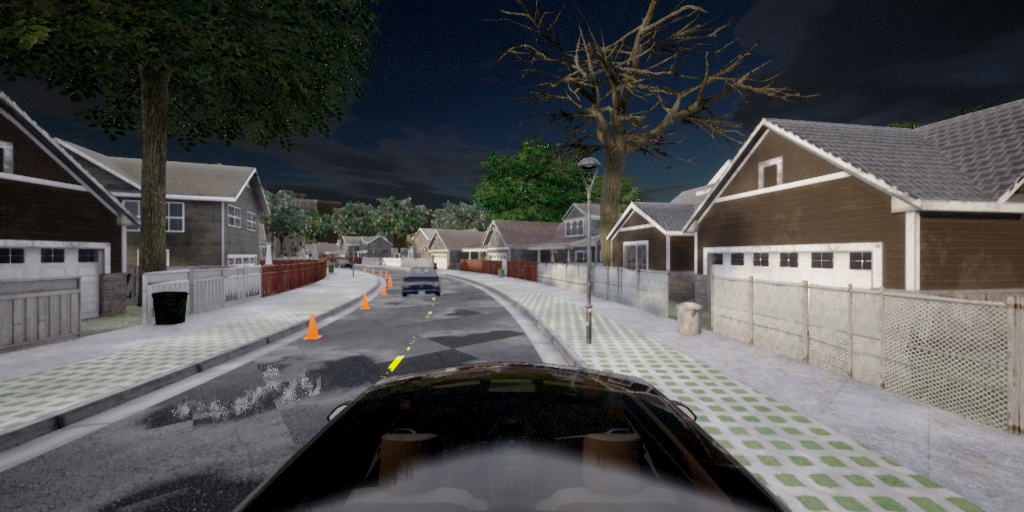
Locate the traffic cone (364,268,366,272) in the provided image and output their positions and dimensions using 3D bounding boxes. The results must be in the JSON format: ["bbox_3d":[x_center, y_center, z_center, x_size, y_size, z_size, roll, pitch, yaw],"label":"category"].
[{"bbox_3d":[-18.333,1.681,44.661,0.340,0.580,0.340,0,0,-35],"label":"traffic cone"}]

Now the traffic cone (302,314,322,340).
[{"bbox_3d":[-4.853,1.704,8.728,0.340,0.580,0.340,0,0,-6],"label":"traffic cone"}]

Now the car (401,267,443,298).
[{"bbox_3d":[-4.729,1.290,18.965,2.033,1.411,5.357,0,0,-13],"label":"car"}]

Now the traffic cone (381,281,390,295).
[{"bbox_3d":[-6.522,1.699,18.271,0.340,0.580,0.340,0,0,-13],"label":"traffic cone"}]

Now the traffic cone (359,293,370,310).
[{"bbox_3d":[-5.540,1.702,13.525,0.340,0.580,0.340,0,0,-10],"label":"traffic cone"}]

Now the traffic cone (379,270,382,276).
[{"bbox_3d":[-13.314,1.688,36.376,0.340,0.580,0.340,0,0,-28],"label":"traffic cone"}]

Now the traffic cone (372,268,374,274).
[{"bbox_3d":[-15.696,1.685,40.597,0.340,0.580,0.340,0,0,-31],"label":"traffic cone"}]

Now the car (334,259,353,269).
[{"bbox_3d":[-26.780,1.229,56.825,1.837,1.490,4.892,0,0,-41],"label":"car"}]

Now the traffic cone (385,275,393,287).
[{"bbox_3d":[-7.796,1.696,22.946,0.340,0.580,0.340,0,0,-17],"label":"traffic cone"}]

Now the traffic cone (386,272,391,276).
[{"bbox_3d":[-9.357,1.694,27.534,0.340,0.580,0.340,0,0,-21],"label":"traffic cone"}]
